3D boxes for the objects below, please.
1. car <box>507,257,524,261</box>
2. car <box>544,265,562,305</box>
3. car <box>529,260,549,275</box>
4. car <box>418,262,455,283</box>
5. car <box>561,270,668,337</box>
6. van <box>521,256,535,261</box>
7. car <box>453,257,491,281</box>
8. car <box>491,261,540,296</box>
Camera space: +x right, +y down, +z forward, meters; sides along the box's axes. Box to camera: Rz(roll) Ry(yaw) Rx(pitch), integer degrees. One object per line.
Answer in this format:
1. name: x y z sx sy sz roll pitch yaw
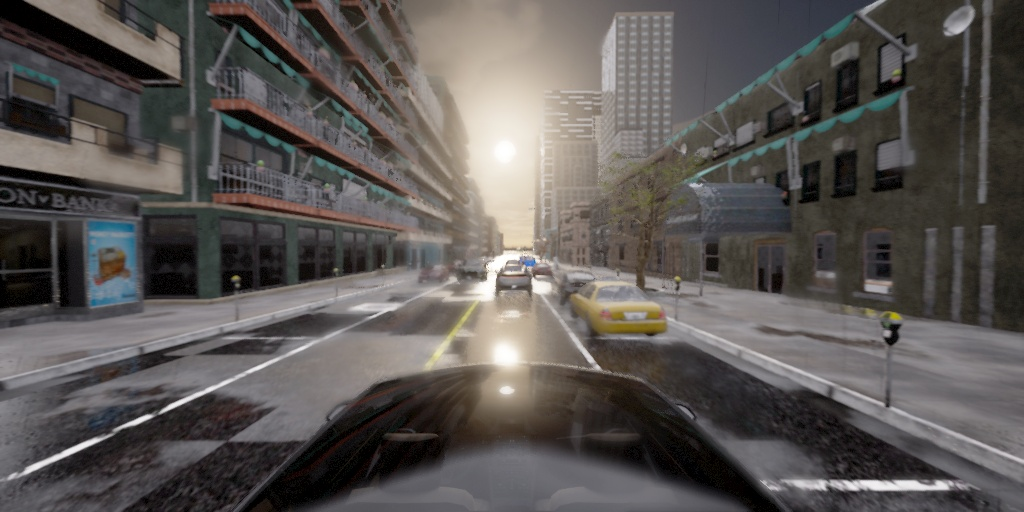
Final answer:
1. car: 0.097 1.136 39.159 1.837 1.490 4.892 0 0 0
2. car: 2.693 1.260 15.470 2.007 1.370 4.403 0 0 0
3. car: 2.687 1.237 32.210 1.802 1.307 4.207 0 0 0
4. car: -5.693 1.255 26.583 1.802 1.307 4.207 0 0 0
5. car: 2.680 1.251 10.061 1.751 1.417 4.829 0 0 0
6. van: 2.684 0.917 54.530 1.690 1.789 3.998 0 0 0
7. car: -3.085 1.020 28.390 2.097 1.767 4.553 0 0 0
8. car: 0.096 1.191 18.827 2.128 1.511 4.902 0 0 0
